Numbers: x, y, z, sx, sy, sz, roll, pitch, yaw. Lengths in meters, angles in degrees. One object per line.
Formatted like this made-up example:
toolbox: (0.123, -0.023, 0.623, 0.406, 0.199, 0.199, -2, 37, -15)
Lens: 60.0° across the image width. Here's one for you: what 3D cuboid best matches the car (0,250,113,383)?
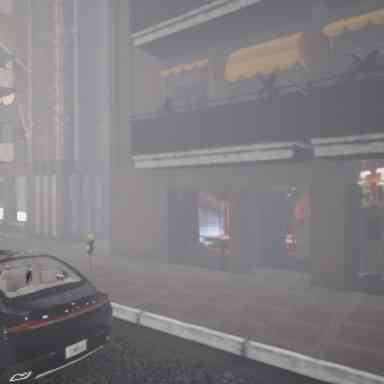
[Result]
car: (-3.108, 1.571, 5.072, 4.403, 1.369, 2.008, 0, 0, 35)
